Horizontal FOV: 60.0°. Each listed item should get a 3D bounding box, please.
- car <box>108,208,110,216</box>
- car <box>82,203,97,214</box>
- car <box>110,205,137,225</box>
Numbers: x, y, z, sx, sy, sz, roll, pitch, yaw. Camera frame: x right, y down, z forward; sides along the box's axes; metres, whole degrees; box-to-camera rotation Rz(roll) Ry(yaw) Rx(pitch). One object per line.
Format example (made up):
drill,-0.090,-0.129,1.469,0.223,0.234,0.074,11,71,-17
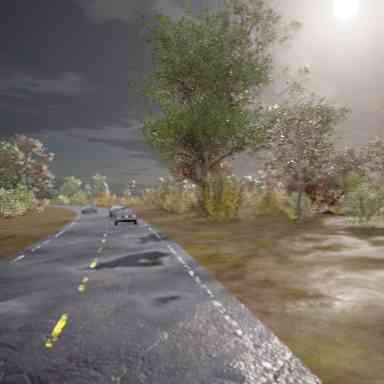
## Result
car,-9.136,2.288,40.778,1.812,1.442,4.674,-1,-1,-17
car,-15.737,2.420,51.051,2.097,1.767,4.553,-1,-1,-19
car,-5.824,2.072,28.955,2.033,1.411,5.357,-1,-1,-14
